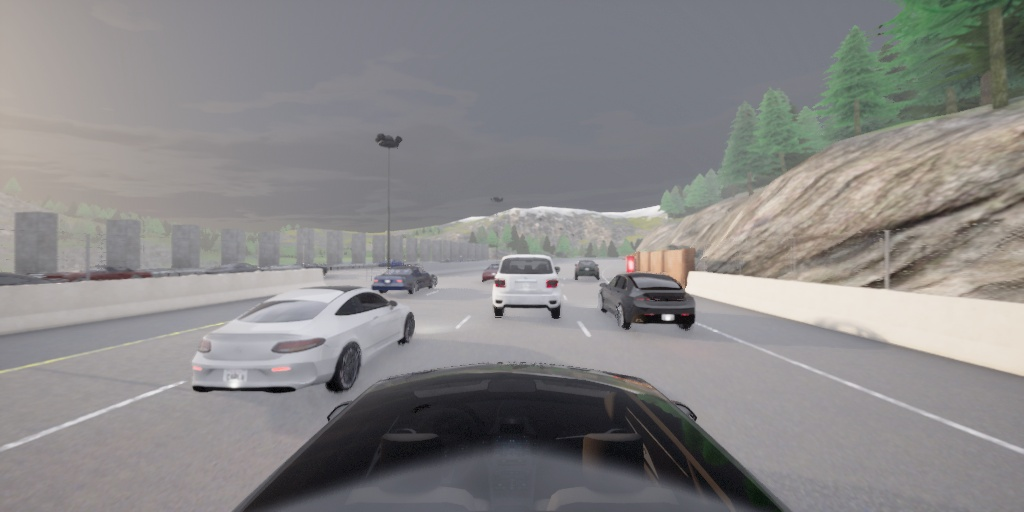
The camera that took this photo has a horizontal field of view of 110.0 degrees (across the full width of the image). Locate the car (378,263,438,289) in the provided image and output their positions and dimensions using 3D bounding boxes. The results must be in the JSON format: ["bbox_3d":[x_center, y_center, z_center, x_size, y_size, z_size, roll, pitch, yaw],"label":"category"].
[{"bbox_3d":[-5.807,1.289,20.022,2.033,1.411,5.357,0,0,6],"label":"car"}]

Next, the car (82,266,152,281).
[{"bbox_3d":[-26.744,1.291,23.292,1.895,1.301,4.718,0,0,7],"label":"car"}]

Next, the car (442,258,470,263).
[{"bbox_3d":[-8.862,1.309,57.202,1.994,1.385,4.181,0,0,17],"label":"car"}]

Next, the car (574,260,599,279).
[{"bbox_3d":[6.745,1.129,32.432,2.097,1.767,4.553,0,0,11],"label":"car"}]

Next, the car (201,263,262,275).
[{"bbox_3d":[-22.447,1.266,28.880,1.994,1.385,4.181,0,0,9],"label":"car"}]

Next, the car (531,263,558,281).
[{"bbox_3d":[2.897,1.331,30.941,1.994,1.385,4.181,0,0,10],"label":"car"}]

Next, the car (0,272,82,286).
[{"bbox_3d":[-17.260,1.235,11.162,1.812,1.442,4.674,0,0,3],"label":"car"}]

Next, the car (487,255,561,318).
[{"bbox_3d":[0.602,0.977,13.241,2.150,2.045,5.566,0,0,4],"label":"car"}]

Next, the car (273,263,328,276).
[{"bbox_3d":[-18.524,1.314,31.528,1.895,1.301,4.718,0,0,10],"label":"car"}]

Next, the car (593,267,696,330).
[{"bbox_3d":[3.989,1.268,11.279,1.837,1.490,4.892,0,0,3],"label":"car"}]

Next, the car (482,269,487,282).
[{"bbox_3d":[-1.046,1.320,28.683,1.994,1.385,4.181,0,0,9],"label":"car"}]

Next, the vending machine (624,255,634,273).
[{"bbox_3d":[14.060,0.994,42.614,1.100,2.100,0.880,0,0,15],"label":"vending machine"}]

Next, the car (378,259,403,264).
[{"bbox_3d":[-19.542,1.197,57.920,1.882,1.535,5.008,0,0,16],"label":"car"}]

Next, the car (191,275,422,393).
[{"bbox_3d":[-3.257,1.269,6.594,1.812,1.442,4.674,0,0,1],"label":"car"}]
